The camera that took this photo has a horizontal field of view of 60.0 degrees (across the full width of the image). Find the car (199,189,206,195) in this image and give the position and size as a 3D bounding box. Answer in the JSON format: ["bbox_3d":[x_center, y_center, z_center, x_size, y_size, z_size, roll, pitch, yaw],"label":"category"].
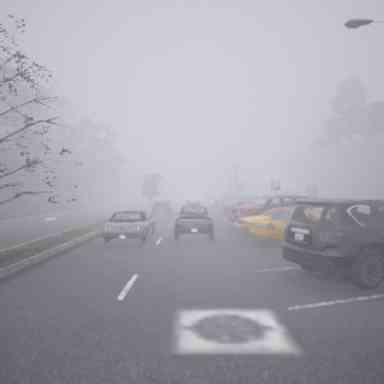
[{"bbox_3d":[5.055,0.901,83.945,4.553,1.767,2.185,1,1,-20],"label":"car"}]

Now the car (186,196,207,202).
[{"bbox_3d":[0.103,1.497,32.977,2.128,1.511,4.902,0,0,0],"label":"car"}]

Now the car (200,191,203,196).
[{"bbox_3d":[5.057,1.137,77.957,4.792,1.488,2.163,1,1,-20],"label":"car"}]

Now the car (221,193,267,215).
[{"bbox_3d":[5.052,1.214,20.911,5.566,2.045,2.435,1,0,-20],"label":"car"}]

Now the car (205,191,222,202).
[{"bbox_3d":[5.106,1.225,44.954,5.566,2.045,2.435,1,0,-20],"label":"car"}]

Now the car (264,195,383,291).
[{"bbox_3d":[5.098,1.211,8.941,5.566,2.045,2.435,1,0,-20],"label":"car"}]

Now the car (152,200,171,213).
[{"bbox_3d":[-2.897,1.497,32.972,2.128,1.511,4.902,0,0,0],"label":"car"}]

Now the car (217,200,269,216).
[{"bbox_3d":[5.077,1.532,32.931,4.674,1.452,2.002,1,0,-20],"label":"car"}]

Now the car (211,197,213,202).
[{"bbox_3d":[5.078,1.536,38.931,4.674,1.452,2.002,1,0,-20],"label":"car"}]

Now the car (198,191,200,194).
[{"bbox_3d":[5.078,0.948,89.921,4.892,1.521,2.231,1,1,-20],"label":"car"}]

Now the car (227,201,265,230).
[{"bbox_3d":[4.898,1.455,17.859,5.366,1.575,1.946,1,0,-20],"label":"car"}]

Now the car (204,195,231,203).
[{"bbox_3d":[5.055,1.298,65.952,4.792,1.488,2.163,1,1,-20],"label":"car"}]

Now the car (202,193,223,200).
[{"bbox_3d":[5.078,1.107,80.976,4.674,1.452,2.002,1,1,-20],"label":"car"}]

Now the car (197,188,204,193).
[{"bbox_3d":[5.063,0.655,92.886,5.566,2.045,2.435,1,1,-20],"label":"car"}]

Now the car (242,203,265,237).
[{"bbox_3d":[5.245,1.459,14.992,5.366,1.575,1.946,1,0,-20],"label":"car"}]

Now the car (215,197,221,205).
[{"bbox_3d":[5.067,1.486,29.931,5.008,1.535,2.097,1,0,-20],"label":"car"}]

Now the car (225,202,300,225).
[{"bbox_3d":[5.047,1.500,23.914,4.792,1.488,2.163,1,0,-20],"label":"car"}]

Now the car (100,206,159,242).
[{"bbox_3d":[-2.899,1.573,16.105,1.895,1.301,4.718,0,0,0],"label":"car"}]

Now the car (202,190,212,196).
[{"bbox_3d":[5.056,1.164,53.934,5.566,2.045,2.435,1,1,-20],"label":"car"}]

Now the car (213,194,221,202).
[{"bbox_3d":[5.108,1.368,35.942,4.553,1.767,2.185,1,0,-20],"label":"car"}]

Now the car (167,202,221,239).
[{"bbox_3d":[0.100,1.465,16.987,2.128,1.511,4.902,0,0,0],"label":"car"}]

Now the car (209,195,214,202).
[{"bbox_3d":[5.102,1.516,41.956,4.792,1.488,2.163,1,0,-20],"label":"car"}]
